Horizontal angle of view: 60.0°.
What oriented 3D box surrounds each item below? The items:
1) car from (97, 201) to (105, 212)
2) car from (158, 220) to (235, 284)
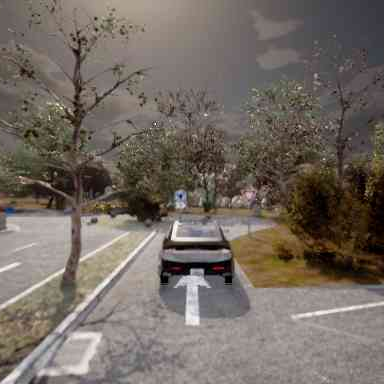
[{"bbox_3d":[-13.047,1.993,44.947,4.892,1.490,1.837,2,-3,5],"label":"car"},{"bbox_3d":[0.106,1.559,9.769,2.128,1.511,4.902,0,0,0],"label":"car"}]
